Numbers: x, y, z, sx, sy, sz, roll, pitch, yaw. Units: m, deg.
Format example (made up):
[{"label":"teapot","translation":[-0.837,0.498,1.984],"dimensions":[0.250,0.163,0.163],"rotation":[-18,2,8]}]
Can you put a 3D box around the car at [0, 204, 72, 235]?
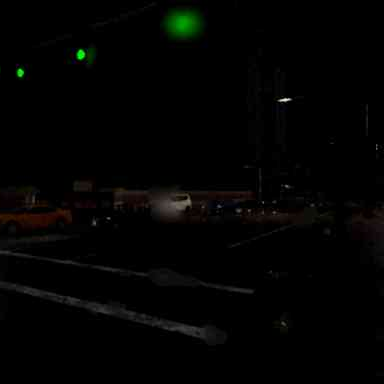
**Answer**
[{"label":"car","translation":[-9.420,1.503,19.378],"dimensions":[1.882,1.535,5.008],"rotation":[0,0,31]}]

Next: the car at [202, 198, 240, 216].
[{"label":"car","translation":[2.740,1.390,33.071],"dimensions":[2.097,1.767,4.553],"rotation":[0,0,30]}]

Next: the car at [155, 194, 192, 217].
[{"label":"car","translation":[-2.093,1.254,31.773],"dimensions":[2.150,2.045,5.566],"rotation":[0,1,31]}]

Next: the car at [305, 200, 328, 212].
[{"label":"car","translation":[14.899,1.616,39.695],"dimensions":[1.994,1.385,4.181],"rotation":[0,0,31]}]

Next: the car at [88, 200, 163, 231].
[{"label":"car","translation":[-4.328,1.518,21.117],"dimensions":[2.128,1.511,4.902],"rotation":[0,0,31]}]

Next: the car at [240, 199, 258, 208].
[{"label":"car","translation":[8.666,1.658,49.787],"dimensions":[1.895,1.301,4.718],"rotation":[0,0,31]}]

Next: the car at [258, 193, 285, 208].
[{"label":"car","translation":[11.731,1.407,48.093],"dimensions":[2.097,1.767,4.553],"rotation":[0,0,31]}]
